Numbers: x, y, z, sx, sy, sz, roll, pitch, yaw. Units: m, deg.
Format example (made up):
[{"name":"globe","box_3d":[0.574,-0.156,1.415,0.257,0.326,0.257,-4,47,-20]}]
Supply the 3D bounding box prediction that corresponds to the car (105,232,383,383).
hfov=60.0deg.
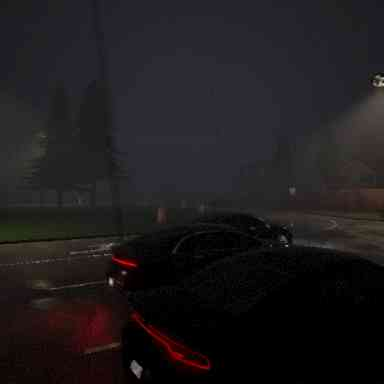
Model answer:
[{"name":"car","box_3d":[1.609,1.477,4.361,5.008,1.535,1.882,0,0,-31]}]

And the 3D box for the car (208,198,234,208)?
[{"name":"car","box_3d":[4.038,1.525,47.100,1.812,1.442,4.674,0,0,-30]}]

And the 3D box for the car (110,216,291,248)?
[{"name":"car","box_3d":[0.488,1.504,7.768,4.892,1.490,1.837,0,0,-31]}]

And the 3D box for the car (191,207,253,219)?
[{"name":"car","box_3d":[1.650,1.504,12.536,4.892,1.490,1.837,0,0,-31]}]
